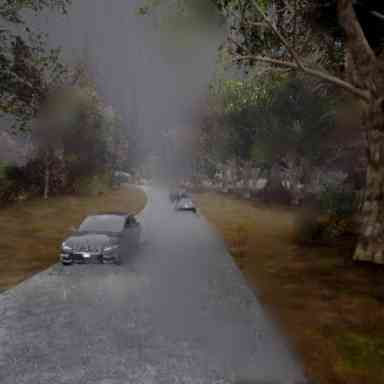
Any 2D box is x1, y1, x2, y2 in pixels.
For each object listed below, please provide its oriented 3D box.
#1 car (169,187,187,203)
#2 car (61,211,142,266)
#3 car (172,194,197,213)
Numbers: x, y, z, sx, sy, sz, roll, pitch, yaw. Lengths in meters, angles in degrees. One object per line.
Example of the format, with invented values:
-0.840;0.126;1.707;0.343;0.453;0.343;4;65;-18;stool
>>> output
-1.808;0.318;44.546;2.150;2.045;5.566;0;3;-7;car
-2.861;1.460;11.443;1.837;1.490;4.892;1;0;0;car
-0.648;1.193;32.085;1.994;1.385;4.181;0;1;-4;car
